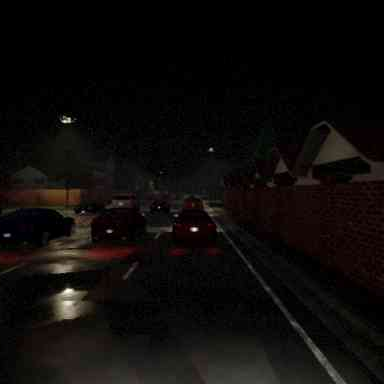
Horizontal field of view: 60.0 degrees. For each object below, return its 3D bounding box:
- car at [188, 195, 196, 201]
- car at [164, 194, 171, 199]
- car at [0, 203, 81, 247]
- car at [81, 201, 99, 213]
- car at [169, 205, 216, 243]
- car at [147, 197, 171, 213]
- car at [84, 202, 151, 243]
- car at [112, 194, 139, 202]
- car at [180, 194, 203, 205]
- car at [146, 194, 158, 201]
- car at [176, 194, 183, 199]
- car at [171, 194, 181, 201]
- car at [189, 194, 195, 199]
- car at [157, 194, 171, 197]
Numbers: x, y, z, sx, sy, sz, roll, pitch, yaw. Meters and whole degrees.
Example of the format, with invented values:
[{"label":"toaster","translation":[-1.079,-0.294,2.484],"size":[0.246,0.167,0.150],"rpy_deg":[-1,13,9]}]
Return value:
[{"label":"car","translation":[0.003,1.490,84.686],"size":[2.033,1.411,5.357],"rpy_deg":[0,0,0]},{"label":"car","translation":[-6.997,1.305,95.106],"size":[1.837,1.490,4.892],"rpy_deg":[0,0,0]},{"label":"car","translation":[-6.900,1.471,14.953],"size":[1.882,1.535,5.008],"rpy_deg":[0,0,0]},{"label":"car","translation":[-10.399,1.585,34.052],"size":[1.895,1.301,4.718],"rpy_deg":[0,0,0]},{"label":"car","translation":[0.101,1.557,16.115],"size":[1.994,1.385,4.181],"rpy_deg":[0,0,0]},{"label":"car","translation":[-3.399,1.547,36.373],"size":[1.994,1.385,4.181],"rpy_deg":[0,0,0]},{"label":"car","translation":[-3.399,1.470,16.176],"size":[1.882,1.535,5.008],"rpy_deg":[0,0,0]},{"label":"car","translation":[-6.899,1.205,34.849],"size":[2.150,2.045,5.566],"rpy_deg":[0,0,0]},{"label":"car","translation":[0.102,1.336,35.316],"size":[2.097,1.767,4.553],"rpy_deg":[0,0,0]},{"label":"car","translation":[-10.497,1.450,84.687],"size":[1.837,1.490,4.892],"rpy_deg":[0,0,0]},{"label":"car","translation":[-3.497,1.305,95.106],"size":[1.837,1.490,4.892],"rpy_deg":[0,0,0]},{"label":"car","translation":[-3.497,1.476,84.687],"size":[2.128,1.511,4.902],"rpy_deg":[0,0,0]},{"label":"car","translation":[0.003,1.283,95.105],"size":[1.882,1.535,5.008],"rpy_deg":[0,0,0]},{"label":"car","translation":[-6.997,1.450,84.687],"size":[1.837,1.490,4.892],"rpy_deg":[0,0,0]}]
